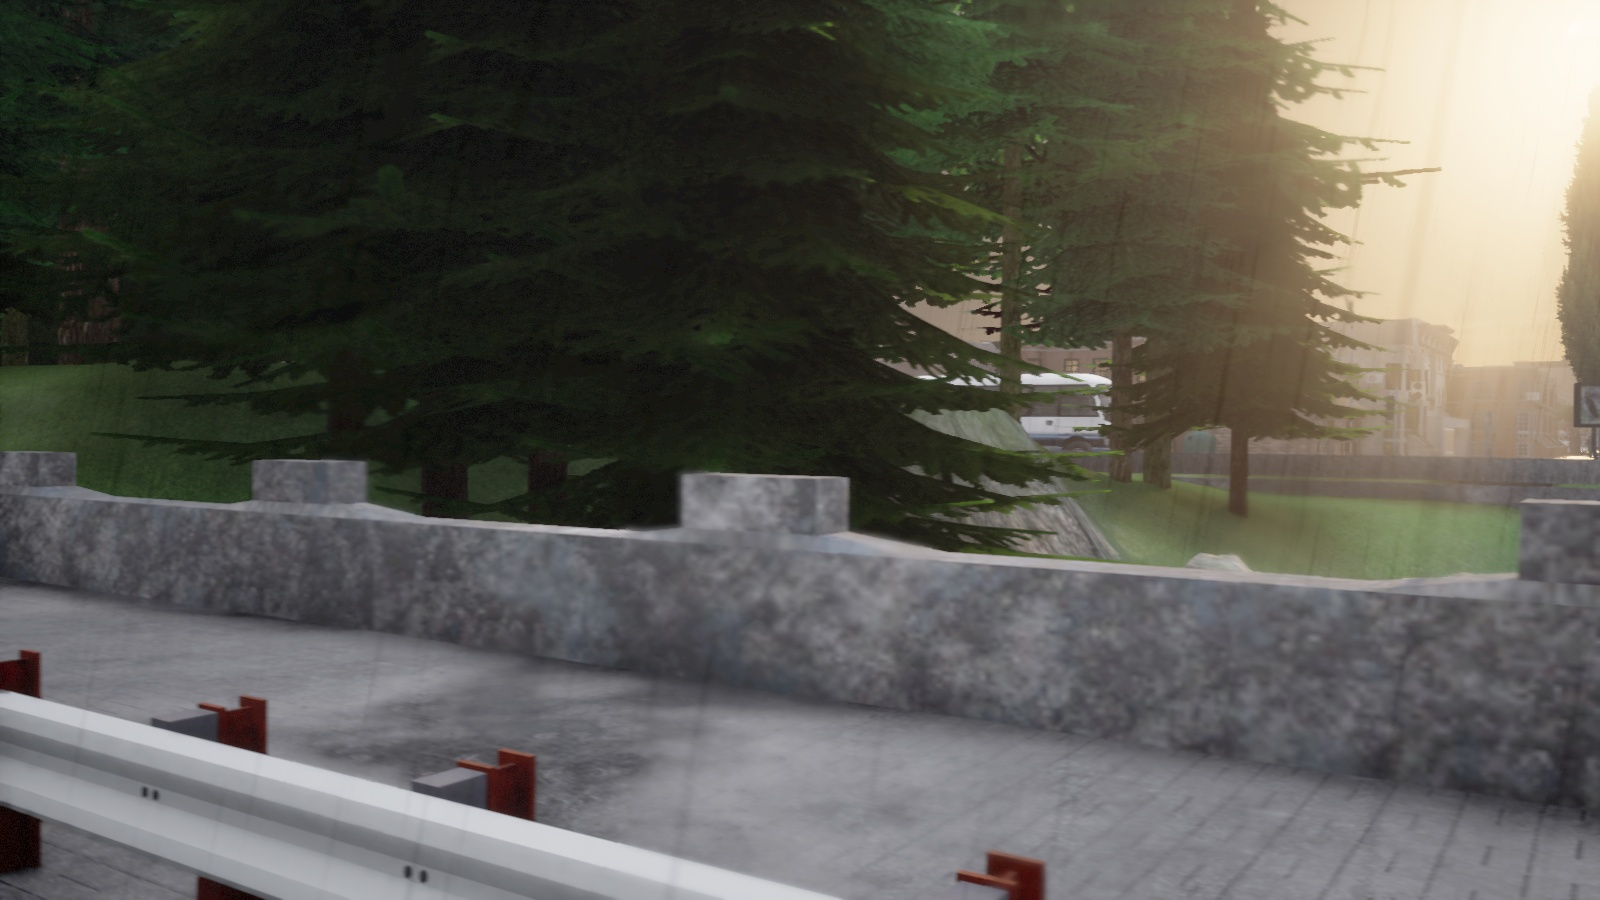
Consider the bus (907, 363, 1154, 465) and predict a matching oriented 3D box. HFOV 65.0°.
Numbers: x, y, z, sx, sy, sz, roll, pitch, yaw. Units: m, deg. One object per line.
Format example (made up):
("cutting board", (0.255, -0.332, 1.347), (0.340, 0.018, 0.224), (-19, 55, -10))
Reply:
("bus", (10.312, -1.514, 56.835), (10.273, 4.253, 3.944), (0, 1, 34))
